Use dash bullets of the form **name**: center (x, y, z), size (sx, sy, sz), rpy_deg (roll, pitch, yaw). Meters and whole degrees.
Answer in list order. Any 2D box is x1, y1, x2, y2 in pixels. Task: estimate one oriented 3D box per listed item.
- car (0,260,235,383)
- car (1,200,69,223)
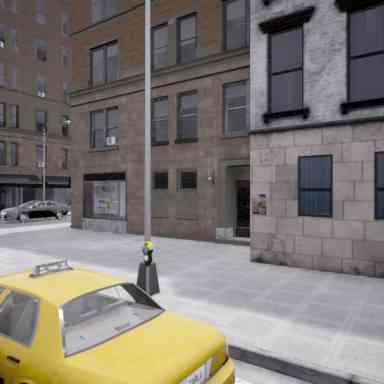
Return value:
- **car**: center (-1.876, 1.525, 4.084), size (4.829, 1.417, 1.752), rpy_deg (0, 0, 34)
- **car**: center (-11.711, 1.402, 25.037), size (2.128, 1.511, 4.902), rpy_deg (0, 0, 32)
